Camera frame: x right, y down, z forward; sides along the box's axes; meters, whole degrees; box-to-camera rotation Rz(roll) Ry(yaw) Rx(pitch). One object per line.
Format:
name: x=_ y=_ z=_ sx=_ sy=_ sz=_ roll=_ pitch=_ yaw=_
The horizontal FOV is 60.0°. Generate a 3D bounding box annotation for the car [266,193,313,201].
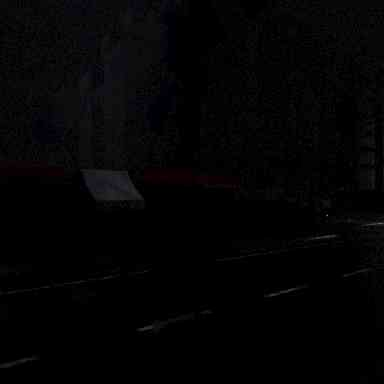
car: x=9.450 y=1.297 z=34.011 sx=2.097 sy=1.767 sz=4.553 roll=0 pitch=0 yaw=-36

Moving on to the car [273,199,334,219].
car: x=9.410 y=1.545 z=28.087 sx=1.895 sy=1.301 sz=4.718 roll=0 pitch=0 yaw=-36

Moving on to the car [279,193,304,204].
car: x=17.219 y=1.114 z=57.726 sx=1.905 sy=1.878 sz=3.866 roll=0 pitch=0 yaw=-35

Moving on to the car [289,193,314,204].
car: x=19.614 y=1.114 z=59.433 sx=1.905 sy=1.878 sz=3.866 roll=0 pitch=0 yaw=-35
